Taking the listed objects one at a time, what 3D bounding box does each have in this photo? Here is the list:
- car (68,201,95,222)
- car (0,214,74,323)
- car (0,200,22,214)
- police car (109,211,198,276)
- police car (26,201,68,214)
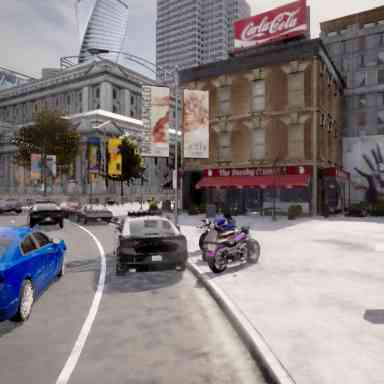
[{"bbox_3d":[-10.641,1.512,29.304,2.002,1.452,4.674,0,0,-38],"label":"car"},{"bbox_3d":[-4.036,1.475,7.077,1.882,1.535,5.008,0,0,-9],"label":"car"},{"bbox_3d":[-19.466,1.531,34.566,5.357,1.411,2.033,0,0,43],"label":"car"},{"bbox_3d":[-1.526,1.424,10.675,1.930,1.638,5.238,0,0,-15],"label":"police car"},{"bbox_3d":[-9.740,1.417,21.901,1.930,1.638,5.238,0,0,-29],"label":"police car"}]
